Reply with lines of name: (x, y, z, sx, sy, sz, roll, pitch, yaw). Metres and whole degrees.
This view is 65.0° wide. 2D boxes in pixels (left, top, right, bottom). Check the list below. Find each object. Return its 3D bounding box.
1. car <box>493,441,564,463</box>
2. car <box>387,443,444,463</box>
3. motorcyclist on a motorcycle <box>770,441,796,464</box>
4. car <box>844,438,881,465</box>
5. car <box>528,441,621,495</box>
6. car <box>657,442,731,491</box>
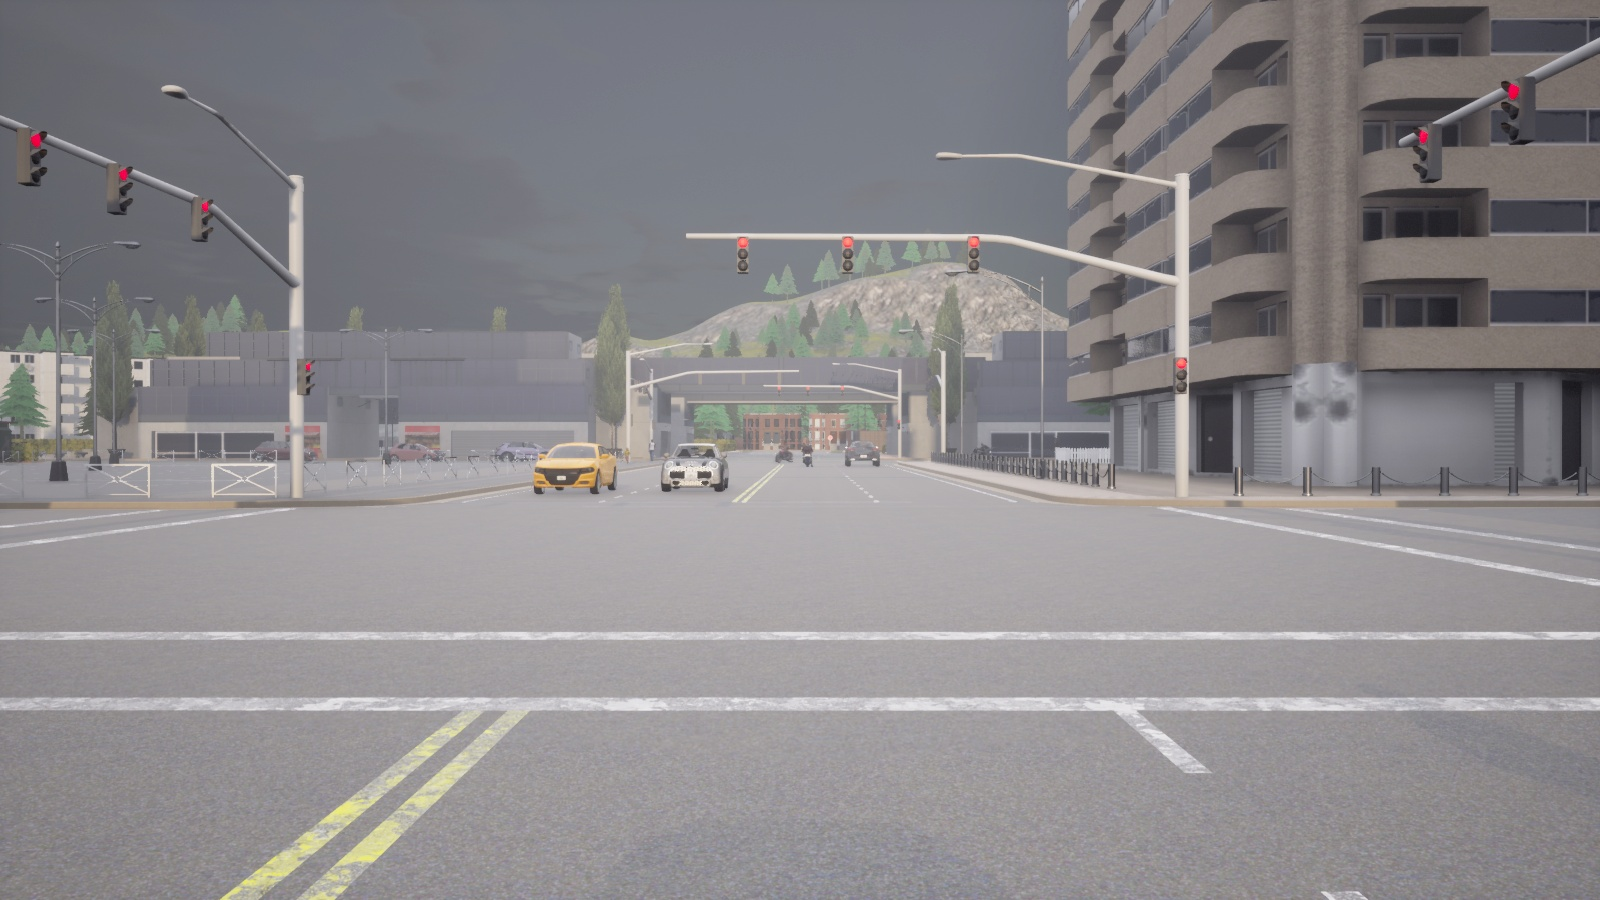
car: (-20.163, 0.133, 93.345, 4.856, 1.649, 2.033, 0, 0, 1)
car: (-28.654, 0.209, 93.600, 3.633, 1.501, 1.845, 0, 0, 2)
motorcyclist on a motorcycle: (-1.263, 0.170, 93.061, 0.766, 1.649, 2.350, 1, 1, 31)
car: (3.982, 0.073, 80.615, 2.152, 1.651, 5.027, 0, 0, 0)
car: (-6.764, 0.503, 38.138, 1.882, 1.535, 5.008, 0, 0, 0)
car: (-3.258, 0.487, 39.339, 1.970, 1.475, 3.806, 0, 0, 0)
